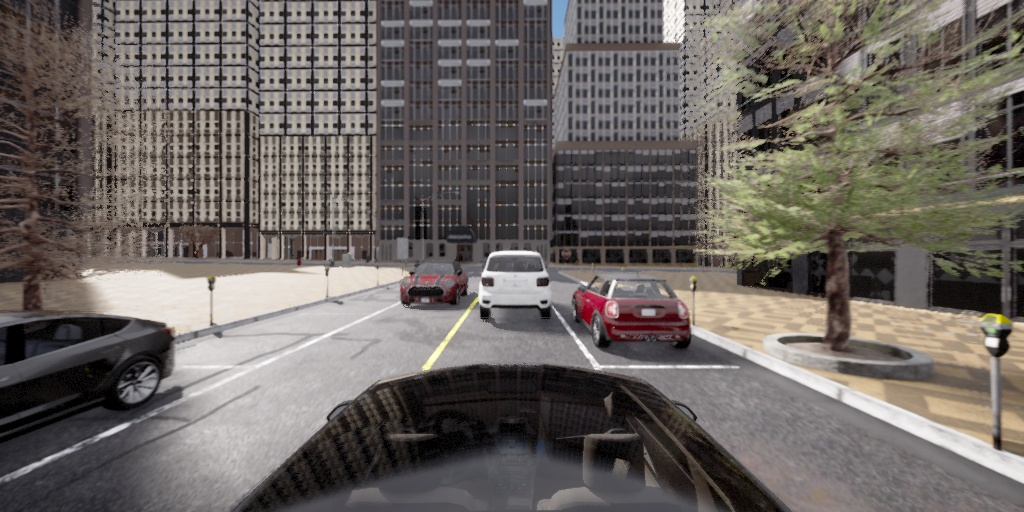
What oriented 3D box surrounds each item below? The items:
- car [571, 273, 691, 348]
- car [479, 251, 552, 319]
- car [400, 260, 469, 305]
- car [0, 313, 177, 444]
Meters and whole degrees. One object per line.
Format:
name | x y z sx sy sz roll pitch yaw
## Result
car | 2.691 1.120 9.035 1.967 1.591 4.097 0 0 0
car | 0.105 0.866 12.538 2.150 2.045 5.566 0 0 0
car | -3.077 0.975 15.011 2.097 1.767 4.553 0 1 0
car | -5.690 1.300 3.401 1.948 1.339 4.313 0 0 0
